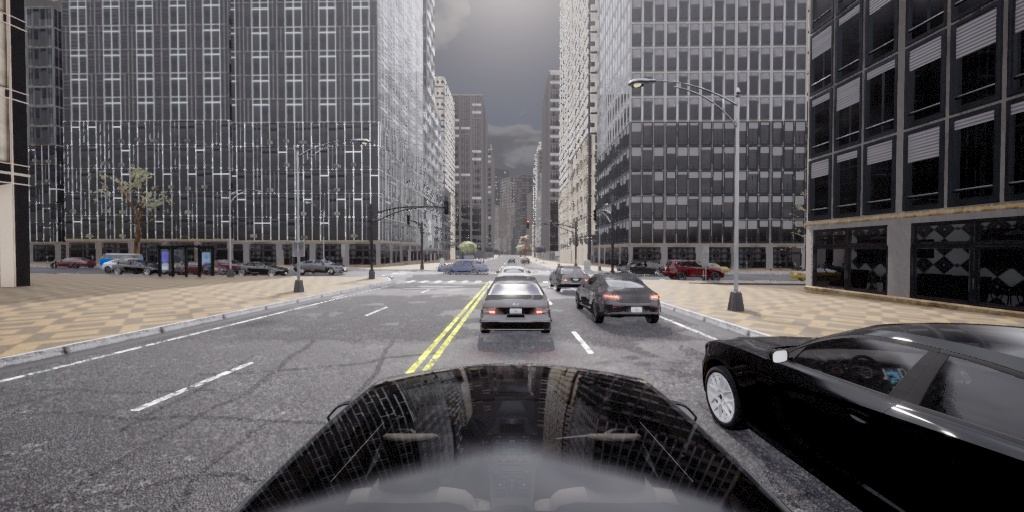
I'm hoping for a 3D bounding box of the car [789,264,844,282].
[{"bbox_3d":[27.623,1.577,31.970,4.829,1.417,1.751,0,0,1],"label":"car"}]

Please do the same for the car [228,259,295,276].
[{"bbox_3d":[-22.751,1.172,32.661,4.313,1.339,1.948,0,0,1],"label":"car"}]

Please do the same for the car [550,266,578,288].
[{"bbox_3d":[3.340,1.286,21.333,2.033,1.411,5.357,0,0,0],"label":"car"}]

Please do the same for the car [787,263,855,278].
[{"bbox_3d":[32.370,1.548,37.664,5.357,1.411,2.033,1,1,1],"label":"car"}]

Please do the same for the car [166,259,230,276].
[{"bbox_3d":[-28.435,1.136,32.791,4.207,1.307,1.802,0,0,1],"label":"car"}]

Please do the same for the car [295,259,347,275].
[{"bbox_3d":[-18.821,1.089,35.290,4.902,1.511,2.128,1,1,1],"label":"car"}]

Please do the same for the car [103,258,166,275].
[{"bbox_3d":[-34.116,1.067,32.960,4.313,1.339,1.948,0,0,1],"label":"car"}]

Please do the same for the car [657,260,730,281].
[{"bbox_3d":[16.174,1.267,32.159,5.009,1.841,2.192,0,0,1],"label":"car"}]

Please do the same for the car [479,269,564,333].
[{"bbox_3d":[0.096,1.293,10.652,2.033,1.411,5.357,0,0,0],"label":"car"}]

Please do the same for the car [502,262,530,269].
[{"bbox_3d":[0.089,1.265,20.243,1.812,1.442,4.674,0,0,0],"label":"car"}]

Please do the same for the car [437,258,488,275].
[{"bbox_3d":[-5.181,1.216,38.247,5.357,1.411,2.033,0,1,1],"label":"car"}]

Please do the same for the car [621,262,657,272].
[{"bbox_3d":[13.615,1.340,37.980,4.892,1.490,1.837,0,1,1],"label":"car"}]

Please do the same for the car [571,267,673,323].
[{"bbox_3d":[3.345,1.271,11.922,1.812,1.442,4.674,0,0,0],"label":"car"}]

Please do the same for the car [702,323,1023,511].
[{"bbox_3d":[3.344,1.227,2.575,1.882,1.535,5.008,0,0,0],"label":"car"}]

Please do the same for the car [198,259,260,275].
[{"bbox_3d":[-27.917,1.041,35.469,4.674,1.442,1.812,1,1,1],"label":"car"}]

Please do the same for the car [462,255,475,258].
[{"bbox_3d":[-6.631,0.932,53.883,2.150,2.045,5.566,0,0,0],"label":"car"}]

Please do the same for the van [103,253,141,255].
[{"bbox_3d":[-45.313,0.603,41.613,3.998,1.789,1.690,0,0,1],"label":"van"}]

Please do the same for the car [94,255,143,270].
[{"bbox_3d":[-37.967,0.949,35.675,4.674,1.442,1.812,1,1,2],"label":"car"}]
